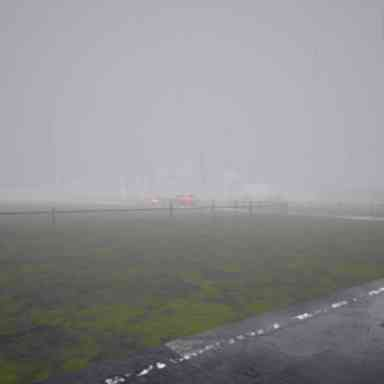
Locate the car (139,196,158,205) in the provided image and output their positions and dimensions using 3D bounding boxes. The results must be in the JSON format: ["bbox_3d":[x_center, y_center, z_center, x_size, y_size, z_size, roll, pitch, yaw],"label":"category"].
[{"bbox_3d":[-8.507,1.622,64.497,1.882,1.535,5.008,2,-1,-41],"label":"car"}]

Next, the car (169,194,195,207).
[{"bbox_3d":[-1.584,1.382,56.418,2.150,2.045,5.566,2,-1,-40],"label":"car"}]
